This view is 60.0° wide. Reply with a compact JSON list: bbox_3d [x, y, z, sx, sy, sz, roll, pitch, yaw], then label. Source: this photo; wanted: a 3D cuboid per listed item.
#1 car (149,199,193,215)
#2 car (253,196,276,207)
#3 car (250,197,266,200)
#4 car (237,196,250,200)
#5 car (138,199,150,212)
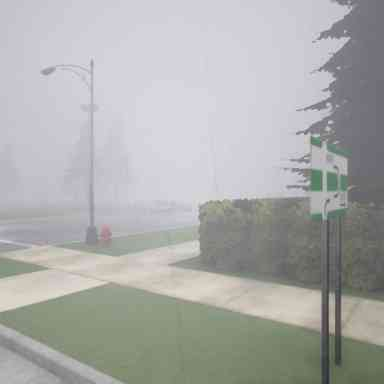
[{"bbox_3d":[-1.880,1.600,34.632,1.895,1.301,4.718,0,0,36],"label":"car"},{"bbox_3d":[11.696,1.477,53.406,1.882,1.535,5.008,0,0,36],"label":"car"},{"bbox_3d":[10.108,1.526,45.311,1.812,1.442,4.674,0,0,36],"label":"car"},{"bbox_3d":[8.830,1.477,55.416,1.882,1.535,5.008,0,0,36],"label":"car"},{"bbox_3d":[-4.075,1.526,37.568,1.812,1.442,4.674,0,0,36],"label":"car"}]
